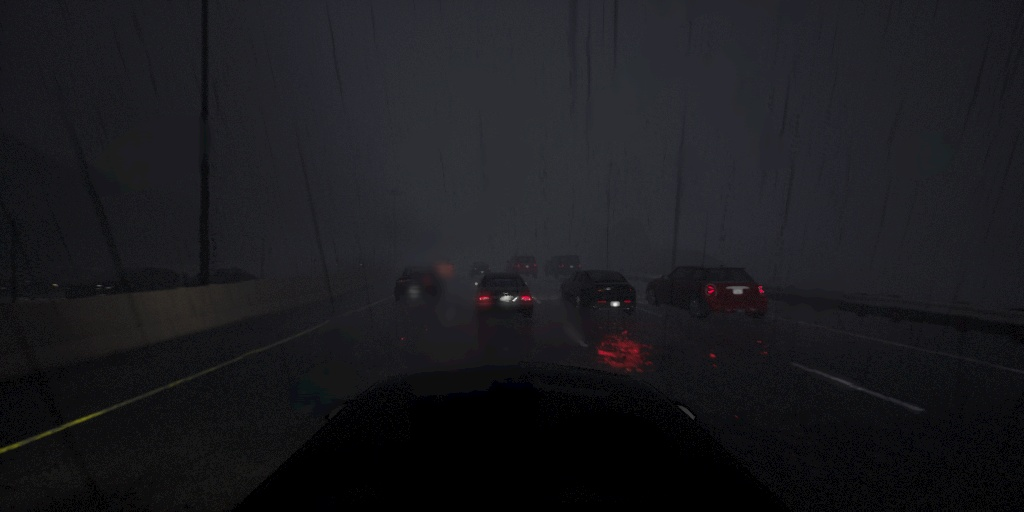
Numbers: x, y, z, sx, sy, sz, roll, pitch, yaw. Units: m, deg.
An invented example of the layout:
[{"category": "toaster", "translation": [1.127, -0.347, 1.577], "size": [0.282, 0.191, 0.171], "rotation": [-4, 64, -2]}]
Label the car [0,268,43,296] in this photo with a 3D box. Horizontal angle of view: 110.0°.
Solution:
[{"category": "car", "translation": [-25.826, 1.340, 20.312], "size": [1.812, 1.442, 4.674], "rotation": [0, 0, -7]}]

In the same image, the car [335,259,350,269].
[{"category": "car", "translation": [-27.783, 1.329, 59.034], "size": [1.837, 1.490, 4.892], "rotation": [0, 0, -19]}]

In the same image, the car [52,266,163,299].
[{"category": "car", "translation": [-18.499, 1.274, 17.600], "size": [1.882, 1.535, 5.008], "rotation": [0, 0, -6]}]

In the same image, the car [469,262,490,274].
[{"category": "car", "translation": [-3.129, 1.290, 35.056], "size": [1.812, 1.442, 4.674], "rotation": [0, 0, -10]}]

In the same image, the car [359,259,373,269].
[{"category": "car", "translation": [-24.394, 1.321, 59.918], "size": [1.837, 1.490, 4.892], "rotation": [0, 0, -19]}]

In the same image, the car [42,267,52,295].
[{"category": "car", "translation": [-22.296, 1.354, 20.414], "size": [2.033, 1.411, 5.357], "rotation": [0, 0, -7]}]

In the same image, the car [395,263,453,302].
[{"category": "car", "translation": [-4.207, 1.255, 17.046], "size": [2.128, 1.511, 4.902], "rotation": [0, 0, -5]}]

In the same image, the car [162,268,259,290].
[{"category": "car", "translation": [-15.089, 1.353, 18.572], "size": [1.994, 1.385, 4.181], "rotation": [0, 0, -6]}]

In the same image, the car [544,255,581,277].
[{"category": "car", "translation": [4.494, 0.967, 32.152], "size": [2.150, 2.045, 5.566], "rotation": [0, 0, -9]}]

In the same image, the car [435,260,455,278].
[{"category": "car", "translation": [-6.564, 1.124, 34.366], "size": [2.097, 1.767, 4.553], "rotation": [0, 0, -10]}]

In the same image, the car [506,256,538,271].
[{"category": "car", "translation": [0.835, 0.976, 32.819], "size": [2.150, 2.045, 5.566], "rotation": [0, 0, -10]}]

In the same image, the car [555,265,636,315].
[{"category": "car", "translation": [3.080, 1.250, 13.617], "size": [1.837, 1.490, 4.892], "rotation": [0, 0, -4]}]

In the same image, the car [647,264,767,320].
[{"category": "car", "translation": [6.627, 1.089, 12.827], "size": [2.097, 1.767, 4.553], "rotation": [0, 0, -3]}]

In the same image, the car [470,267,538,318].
[{"category": "car", "translation": [-0.349, 1.301, 13.011], "size": [2.033, 1.411, 5.357], "rotation": [0, 0, -4]}]
